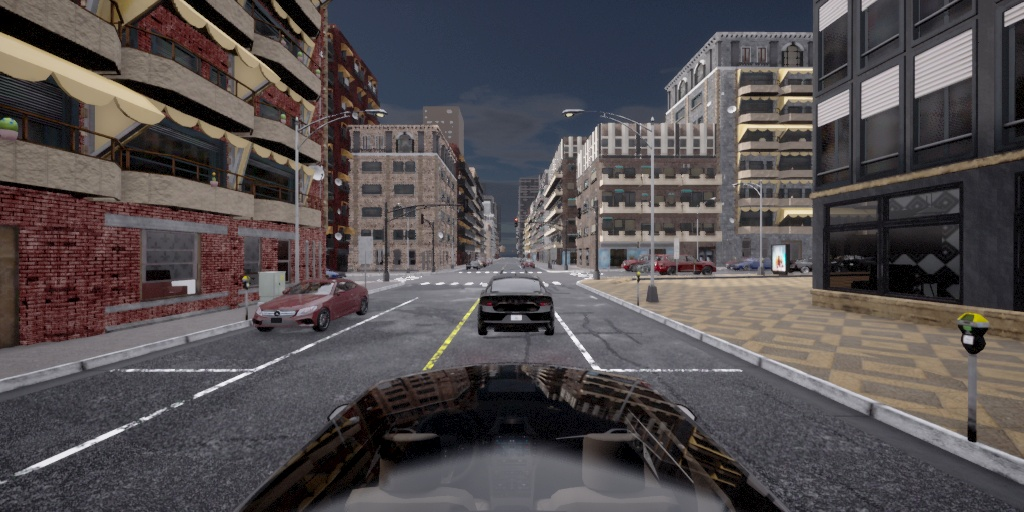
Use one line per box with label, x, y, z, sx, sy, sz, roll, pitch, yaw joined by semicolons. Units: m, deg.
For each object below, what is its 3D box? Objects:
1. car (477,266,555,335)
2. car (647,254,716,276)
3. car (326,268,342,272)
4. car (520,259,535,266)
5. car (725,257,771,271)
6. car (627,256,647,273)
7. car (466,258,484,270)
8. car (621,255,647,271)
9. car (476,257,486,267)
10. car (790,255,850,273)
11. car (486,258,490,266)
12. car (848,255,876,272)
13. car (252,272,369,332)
car;0.101;1.228;10.482;1.882;1.535;5.008;0;0;0
car;14.719;0.778;30.798;5.009;1.841;2.192;0;0;0
car;-18.278;1.614;33.113;5.357;1.411;2.033;-1;0;-1
car;2.708;1.208;58.530;1.967;1.591;4.097;0;0;0
car;25.081;0.806;36.677;5.357;1.411;2.033;-1;0;-1
car;14.457;1.021;36.585;4.181;1.385;1.994;-1;0;-1
car;-5.674;1.331;52.848;1.948;1.339;4.313;0;0;0
car;14.587;0.764;39.177;5.009;1.841;2.192;0;0;0
car;-5.672;1.293;58.361;1.751;1.417;4.829;0;0;0
car;25.812;0.822;30.891;4.313;1.339;1.948;0;0;0
car;-5.670;1.086;64.213;2.192;1.841;5.009;0;0;0
car;31.360;0.718;30.937;4.313;1.339;1.948;0;0;0
car;-5.739;1.332;10.825;1.802;1.307;4.207;0;0;0
